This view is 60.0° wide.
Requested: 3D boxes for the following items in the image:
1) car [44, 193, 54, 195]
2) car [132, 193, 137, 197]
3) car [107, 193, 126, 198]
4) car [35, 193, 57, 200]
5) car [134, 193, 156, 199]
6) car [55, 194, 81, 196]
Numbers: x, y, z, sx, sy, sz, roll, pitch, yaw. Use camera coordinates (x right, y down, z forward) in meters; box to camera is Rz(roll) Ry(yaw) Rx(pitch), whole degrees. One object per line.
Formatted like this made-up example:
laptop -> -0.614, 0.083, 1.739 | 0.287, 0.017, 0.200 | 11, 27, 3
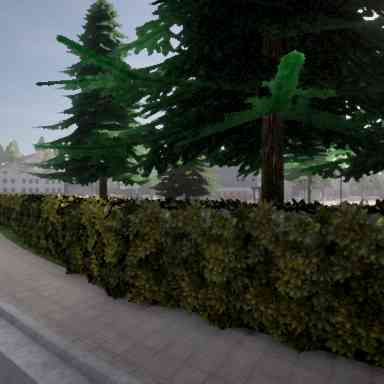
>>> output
car -> -29.661, 1.298, 72.138 | 4.514, 1.523, 2.007 | 0, 0, -36
car -> -10.904, 1.097, 77.745 | 4.605, 1.855, 1.932 | 0, 0, -36
car -> -20.394, 1.153, 90.259 | 5.027, 1.636, 2.152 | 0, 0, -36
car -> -36.346, 1.097, 82.672 | 4.605, 1.855, 1.932 | 0, 0, -36
car -> -7.945, 1.384, 60.661 | 3.806, 1.475, 1.970 | 0, 0, -36
car -> -23.868, 1.319, 63.995 | 3.633, 1.501, 1.845 | 0, 0, -36
